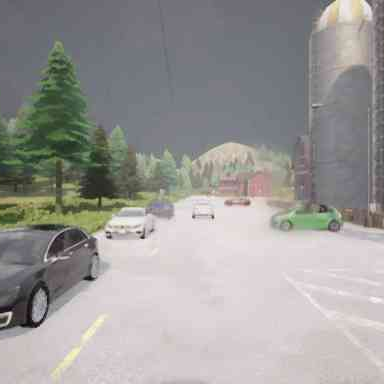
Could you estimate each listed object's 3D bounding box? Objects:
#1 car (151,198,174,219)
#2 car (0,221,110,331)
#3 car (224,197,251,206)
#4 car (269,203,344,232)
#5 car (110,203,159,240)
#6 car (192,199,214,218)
[{"bbox_3d":[-2.717,1.345,28.524,2.097,1.767,4.553,0,0,2],"label":"car"},{"bbox_3d":[-3.420,1.503,7.086,1.837,1.490,4.892,0,0,2],"label":"car"},{"bbox_3d":[7.173,1.537,52.570,4.181,1.381,1.994,0,0,1],"label":"car"},{"bbox_3d":[6.620,1.478,19.563,3.988,1.617,1.851,0,0,1],"label":"car"},{"bbox_3d":[-3.057,1.521,17.287,1.812,1.442,4.674,0,0,2],"label":"car"},{"bbox_3d":[0.992,1.518,29.691,1.812,1.442,4.674,0,0,2],"label":"car"}]
